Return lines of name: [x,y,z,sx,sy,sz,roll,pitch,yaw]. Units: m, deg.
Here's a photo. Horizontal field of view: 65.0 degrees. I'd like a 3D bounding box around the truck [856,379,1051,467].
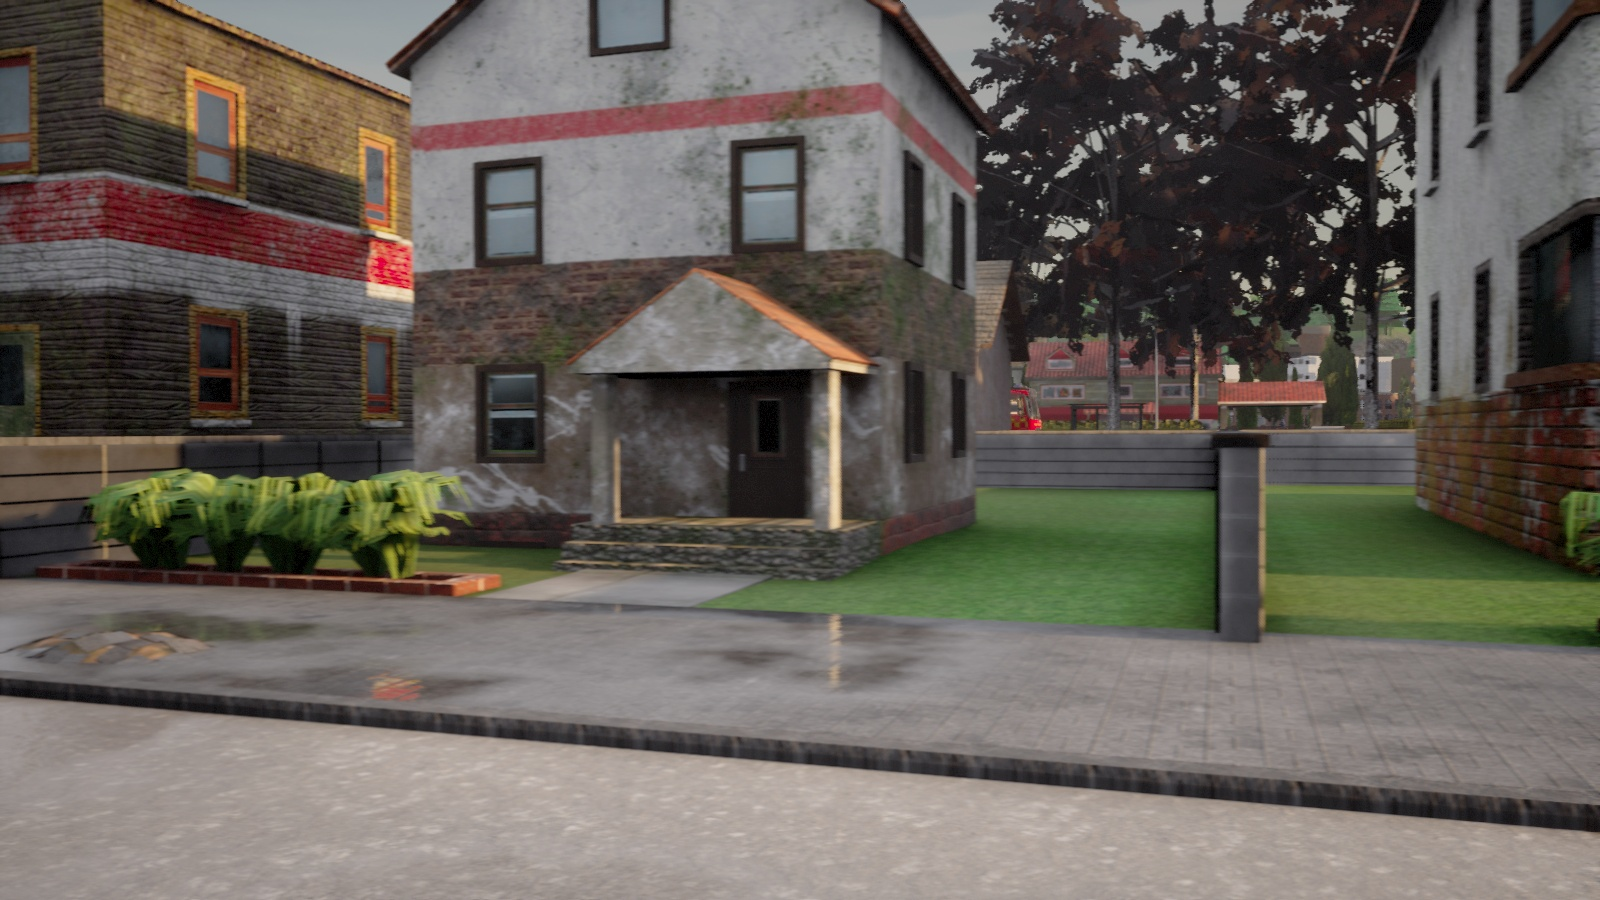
truck: [7.055,-1.237,57.793,8.468,3.827,2.891,1,1,19]
